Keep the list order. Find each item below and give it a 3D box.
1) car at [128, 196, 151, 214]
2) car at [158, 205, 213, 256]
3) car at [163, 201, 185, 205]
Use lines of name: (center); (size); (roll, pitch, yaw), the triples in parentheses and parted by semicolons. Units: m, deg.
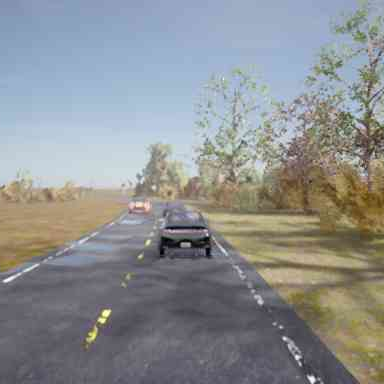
car: (-5.294, 1.269, 33.867); (2.097, 1.767, 4.553); (0, 0, -7)
car: (-0.306, 1.462, 13.000); (2.128, 1.511, 4.902); (0, 0, -3)
car: (-1.531, 1.494, 28.976); (1.994, 1.385, 4.181); (0, 0, -6)
